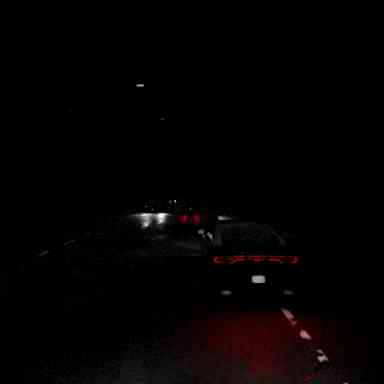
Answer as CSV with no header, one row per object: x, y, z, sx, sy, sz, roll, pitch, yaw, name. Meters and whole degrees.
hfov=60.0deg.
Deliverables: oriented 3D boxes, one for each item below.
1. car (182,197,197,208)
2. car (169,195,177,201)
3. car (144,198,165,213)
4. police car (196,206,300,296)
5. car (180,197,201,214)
-0.346,1.399,46.087,1.994,1.385,4.181,0,0,-1,car
-4.683,1.442,82.464,2.033,1.411,5.357,0,0,-1,car
-3.817,1.378,34.300,1.812,1.442,4.674,0,0,-1,car
1.209,1.377,8.672,1.930,1.638,5.238,0,0,0,police car
-0.150,1.346,33.472,2.128,1.511,4.902,0,0,0,car
